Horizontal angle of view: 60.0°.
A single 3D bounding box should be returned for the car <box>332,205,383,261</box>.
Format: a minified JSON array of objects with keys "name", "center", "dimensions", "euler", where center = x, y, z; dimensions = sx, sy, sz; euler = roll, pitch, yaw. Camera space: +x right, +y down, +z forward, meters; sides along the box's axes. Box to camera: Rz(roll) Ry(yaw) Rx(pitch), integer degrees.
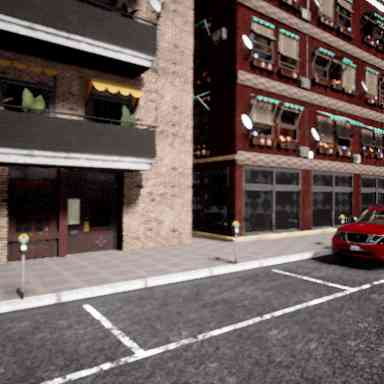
[{"name":"car","center":[6.977,1.397,11.515],"dimensions":[5.009,1.841,2.192],"euler":[0,0,-35]}]
